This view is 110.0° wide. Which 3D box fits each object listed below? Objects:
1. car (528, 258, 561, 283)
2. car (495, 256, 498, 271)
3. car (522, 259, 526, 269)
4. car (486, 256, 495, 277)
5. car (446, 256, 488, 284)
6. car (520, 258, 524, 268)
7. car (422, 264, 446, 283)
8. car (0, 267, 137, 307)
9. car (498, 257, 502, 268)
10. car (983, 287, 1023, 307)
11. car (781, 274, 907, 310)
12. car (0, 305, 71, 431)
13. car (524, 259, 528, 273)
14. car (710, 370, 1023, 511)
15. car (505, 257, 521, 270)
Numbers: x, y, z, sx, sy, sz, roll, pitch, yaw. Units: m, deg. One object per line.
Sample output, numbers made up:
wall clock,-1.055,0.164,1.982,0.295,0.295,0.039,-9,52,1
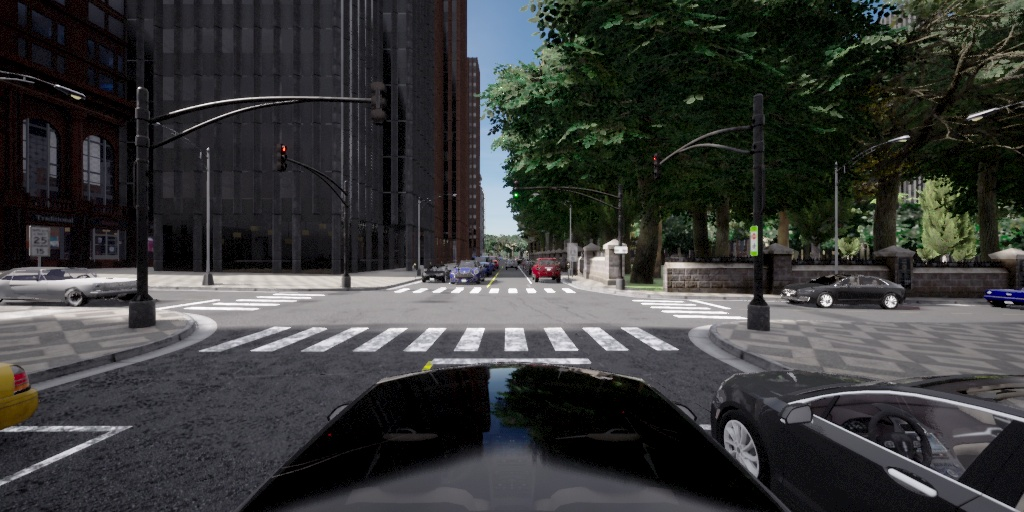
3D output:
car,2.670,1.077,28.408,2.192,1.841,5.009,0,0,0
car,-3.249,1.136,46.748,2.097,1.767,4.553,0,0,0
car,2.612,1.332,44.777,2.007,1.370,4.403,0,0,0
car,-3.218,0.993,36.565,2.150,2.045,5.566,0,0,0
car,-3.251,1.113,26.806,2.097,1.767,4.553,0,0,1
car,2.593,1.338,50.234,2.007,1.370,4.403,0,0,0
car,-5.855,1.328,28.369,1.948,1.339,4.313,0,0,0
car,-16.480,1.070,13.108,4.718,1.301,1.895,1,0,-1
car,-3.249,1.018,57.254,2.150,2.045,5.566,0,0,0
car,25.293,1.895,16.685,4.718,1.301,1.895,1,0,-1
car,15.217,1.592,16.596,4.892,1.490,1.837,1,0,-1
car,-5.760,1.275,1.535,1.751,1.417,4.829,0,0,0
car,2.631,1.340,39.321,1.948,1.339,4.313,0,0,0
car,2.764,1.300,1.744,2.007,1.370,4.403,0,0,0
car,-0.091,1.341,54.746,2.033,1.411,5.357,0,0,-1
